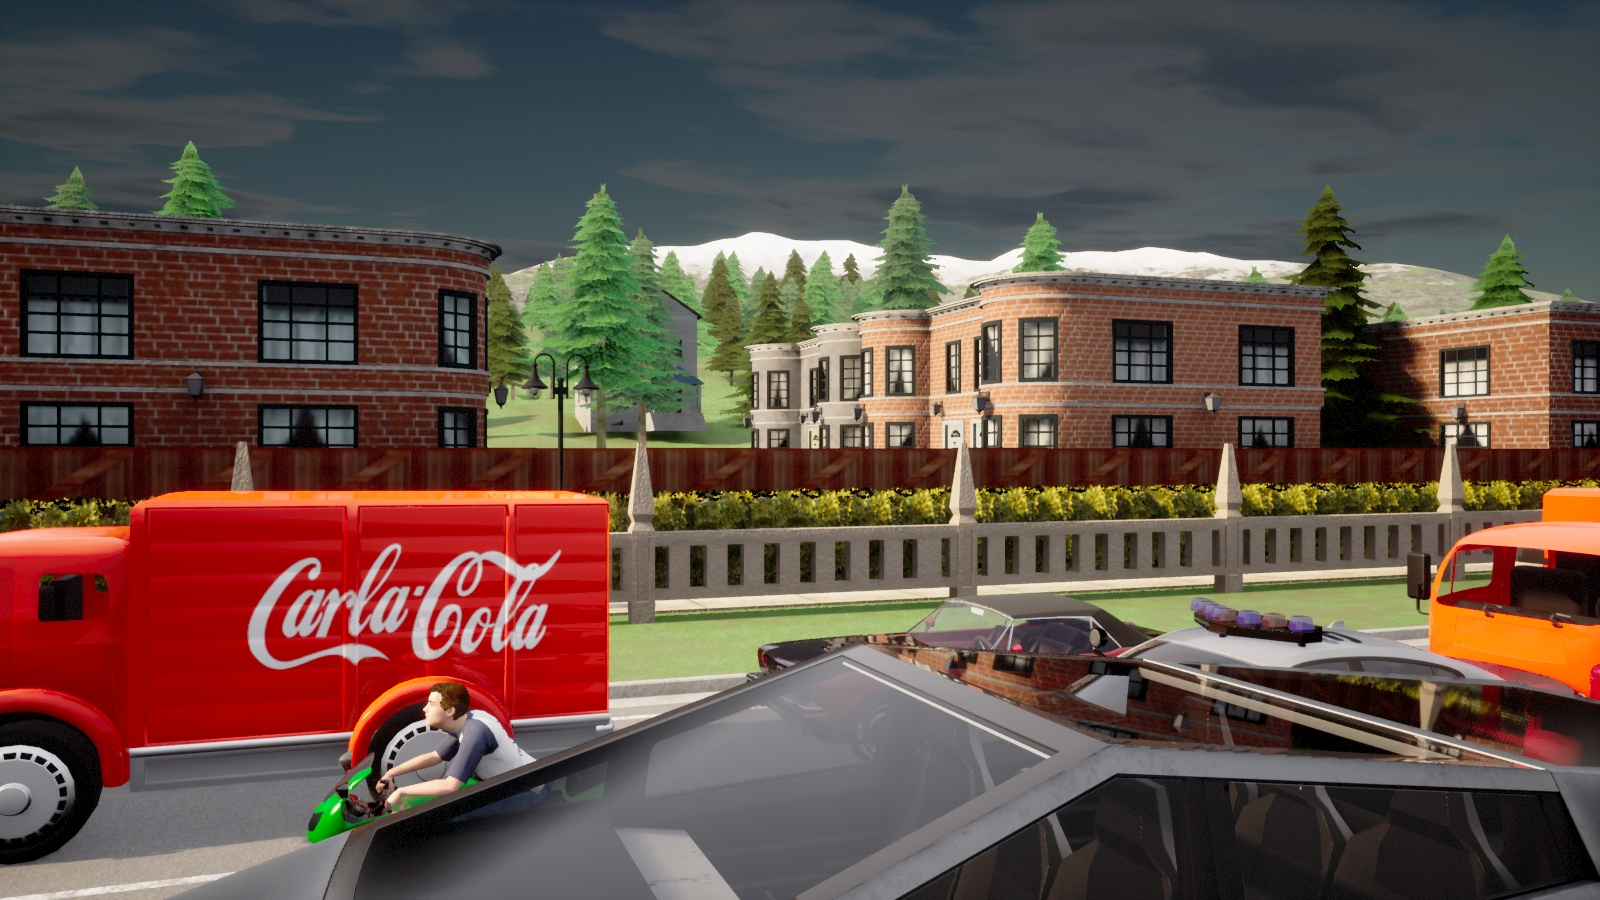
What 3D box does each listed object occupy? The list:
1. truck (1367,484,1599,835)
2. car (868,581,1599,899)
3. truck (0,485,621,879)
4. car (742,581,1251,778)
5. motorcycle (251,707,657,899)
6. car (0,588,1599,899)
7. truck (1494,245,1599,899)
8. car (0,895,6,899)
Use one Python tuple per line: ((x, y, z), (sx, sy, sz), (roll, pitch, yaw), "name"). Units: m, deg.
((7.993, 1.568, 9.932), (5.204, 2.467, 2.627), (0, 0, -20), "truck")
((3.311, 1.982, 8.228), (5.238, 1.638, 2.097), (0, 0, -20), "car")
((-4.291, 1.570, 9.195), (5.204, 2.467, 2.627), (0, 0, -20), "truck")
((1.954, 2.155, 11.458), (4.718, 1.301, 1.895), (0, 0, -20), "car")
((-1.880, 2.186, 6.339), (2.033, 1.199, 0.803), (0, 0, -20), "motorcycle")
((0.902, 1.754, 3.628), (6.274, 2.098, 2.390), (0, 0, -20), "car")
((8.245, 0.890, 6.294), (8.468, 3.827, 2.891), (0, 0, -20), "truck")
((-4.026, 2.066, 1.835), (4.193, 1.474, 1.816), (0, 0, -20), "car")
